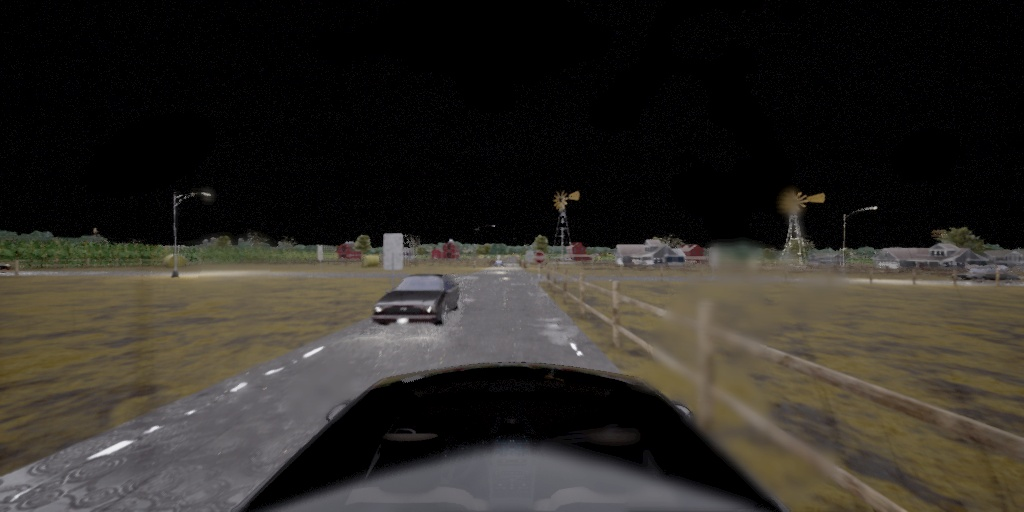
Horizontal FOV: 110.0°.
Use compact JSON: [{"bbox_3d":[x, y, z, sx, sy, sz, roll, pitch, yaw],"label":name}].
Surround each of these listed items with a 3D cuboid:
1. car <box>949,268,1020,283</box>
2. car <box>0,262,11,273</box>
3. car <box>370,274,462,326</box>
[{"bbox_3d":[49.120,2.010,37.266,5.357,1.411,2.033,1,1,0],"label":"car"},{"bbox_3d":[-51.867,0.847,34.735,4.553,1.767,2.097,0,1,0],"label":"car"},{"bbox_3d":[-2.836,1.302,11.959,2.033,1.411,5.357,0,0,0],"label":"car"}]
